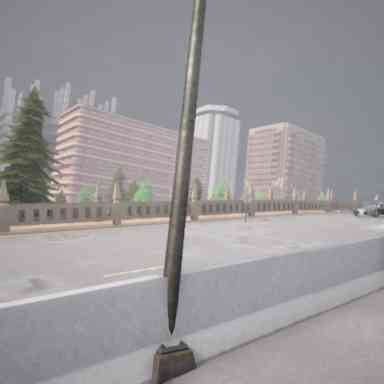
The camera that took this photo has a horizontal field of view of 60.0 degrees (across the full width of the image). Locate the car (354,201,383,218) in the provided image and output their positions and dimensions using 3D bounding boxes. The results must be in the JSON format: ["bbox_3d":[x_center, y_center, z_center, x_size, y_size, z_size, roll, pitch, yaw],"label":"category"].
[{"bbox_3d":[16.613,1.555,30.336,4.902,1.511,2.128,1,-1,-38],"label":"car"}]
